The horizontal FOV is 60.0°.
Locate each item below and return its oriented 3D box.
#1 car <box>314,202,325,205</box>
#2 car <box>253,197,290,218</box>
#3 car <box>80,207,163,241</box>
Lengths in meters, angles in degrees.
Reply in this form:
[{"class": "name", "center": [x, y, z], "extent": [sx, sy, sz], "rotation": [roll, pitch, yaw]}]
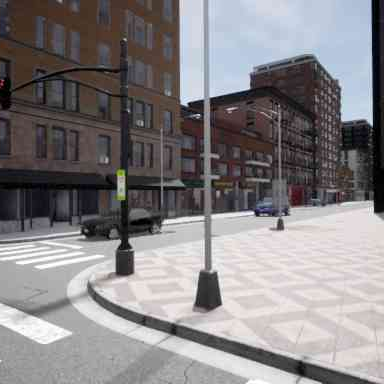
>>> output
[{"class": "car", "center": [17.599, 1.589, 47.496], "extent": [2.033, 1.411, 5.357], "rotation": [-1, -1, 36]}, {"class": "car", "center": [8.474, 1.534, 34.970], "extent": [2.150, 2.045, 5.566], "rotation": [-1, -1, 36]}, {"class": "car", "center": [-3.659, 1.617, 18.014], "extent": [1.882, 1.535, 5.008], "rotation": [-1, -1, 34]}]
